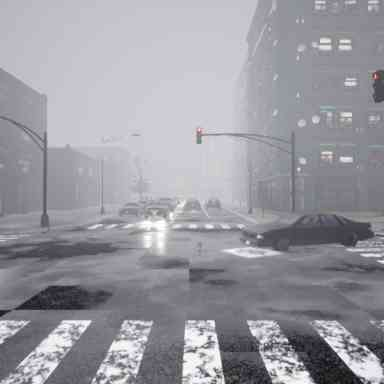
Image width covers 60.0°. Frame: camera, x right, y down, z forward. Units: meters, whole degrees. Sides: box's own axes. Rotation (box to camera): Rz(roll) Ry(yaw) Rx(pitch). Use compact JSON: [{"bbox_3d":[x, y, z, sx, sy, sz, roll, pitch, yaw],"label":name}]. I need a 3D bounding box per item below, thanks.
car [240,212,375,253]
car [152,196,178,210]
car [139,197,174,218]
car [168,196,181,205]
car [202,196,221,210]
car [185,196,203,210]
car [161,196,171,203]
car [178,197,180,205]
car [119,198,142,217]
[{"bbox_3d":[4.720,1.536,13.614,5.357,1.411,2.033,-1,0,-15],"label":"car"},{"bbox_3d":[-3.089,1.361,38.924,2.097,1.767,4.553,0,0,0],"label":"car"},{"bbox_3d":[-3.092,1.499,29.905,2.128,1.511,4.902,0,0,0],"label":"car"},{"bbox_3d":[-3.042,1.492,58.345,1.882,1.535,5.008,0,0,1],"label":"car"},{"bbox_3d":[2.714,1.450,43.185,1.967,1.590,4.097,1,0,0],"label":"car"},{"bbox_3d":[0.111,1.574,43.944,1.994,1.385,4.181,0,0,0],"label":"car"},{"bbox_3d":[-5.664,1.600,71.559,1.802,1.307,4.206,1,0,0],"label":"car"},{"bbox_3d":[-3.083,1.537,47.919,1.812,1.442,4.674,0,0,0],"label":"car"},{"bbox_3d":[-5.747,1.552,31.757,1.887,1.381,4.507,1,0,0],"label":"car"}]
